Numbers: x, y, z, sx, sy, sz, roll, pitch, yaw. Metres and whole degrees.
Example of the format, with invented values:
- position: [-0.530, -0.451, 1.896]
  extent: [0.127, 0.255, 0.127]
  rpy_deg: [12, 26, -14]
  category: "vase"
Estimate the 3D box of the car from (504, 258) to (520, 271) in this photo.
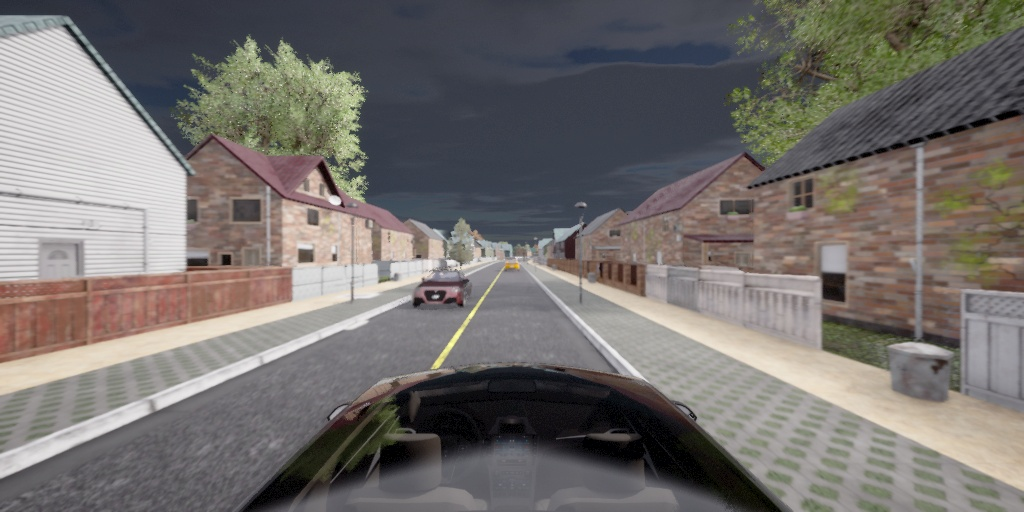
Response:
- position: [0.018, 1.194, 47.373]
  extent: [1.882, 1.535, 5.008]
  rpy_deg: [0, 0, 0]
  category: "car"

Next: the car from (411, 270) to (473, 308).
- position: [-2.804, 1.306, 15.162]
  extent: [1.994, 1.385, 4.181]
  rpy_deg: [0, 0, 1]
  category: "car"
